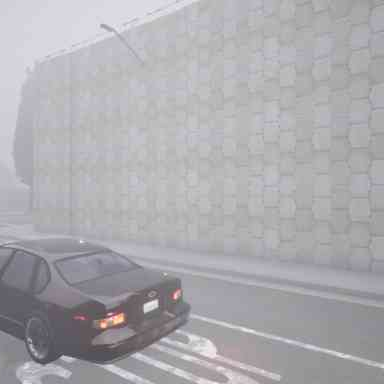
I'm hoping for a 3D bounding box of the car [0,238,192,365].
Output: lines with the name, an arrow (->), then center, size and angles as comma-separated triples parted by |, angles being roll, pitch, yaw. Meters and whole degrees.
car -> -2.592, 1.547, 5.825 | 5.357, 1.411, 2.033 | 0, 0, 35
